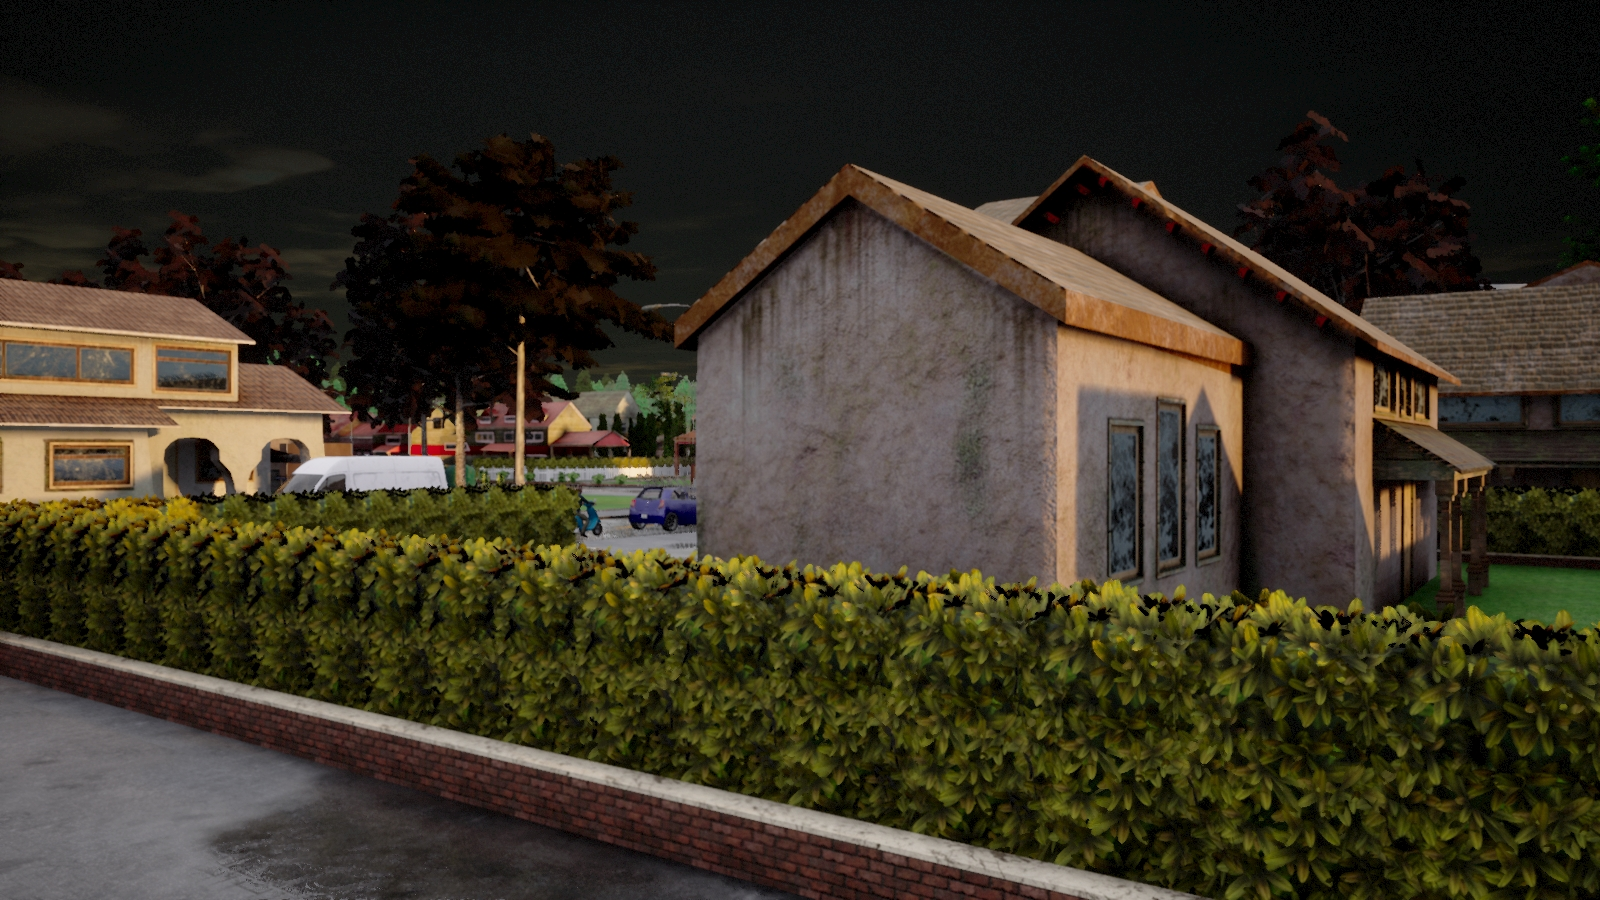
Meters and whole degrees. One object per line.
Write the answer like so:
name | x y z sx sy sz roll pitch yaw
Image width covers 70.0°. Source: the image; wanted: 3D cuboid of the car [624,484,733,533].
car | -4.177 1.983 39.677 1.845 1.501 3.633 0 0 35

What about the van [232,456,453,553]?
van | -13.291 1.472 33.641 1.988 2.561 5.915 0 0 35

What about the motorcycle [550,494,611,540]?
motorcycle | -6.879 2.087 35.873 0.856 1.316 1.805 0 0 35
